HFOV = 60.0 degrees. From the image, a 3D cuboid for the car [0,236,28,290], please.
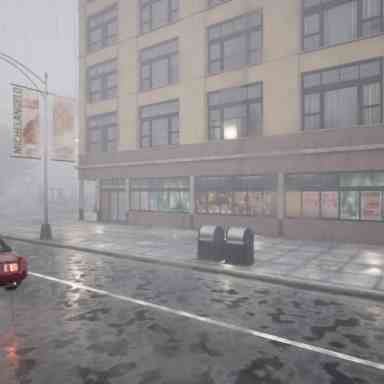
[{"bbox_3d":[-5.678,1.601,8.136,1.895,1.301,4.718,0,0,-42],"label":"car"}]
